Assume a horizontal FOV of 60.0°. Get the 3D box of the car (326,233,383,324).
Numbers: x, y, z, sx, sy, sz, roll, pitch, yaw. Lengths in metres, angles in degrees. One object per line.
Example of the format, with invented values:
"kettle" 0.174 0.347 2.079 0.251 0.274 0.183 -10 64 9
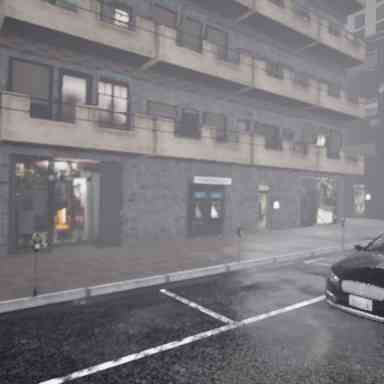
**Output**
"car" 4.675 1.501 6.715 4.902 1.511 2.128 0 0 -36
